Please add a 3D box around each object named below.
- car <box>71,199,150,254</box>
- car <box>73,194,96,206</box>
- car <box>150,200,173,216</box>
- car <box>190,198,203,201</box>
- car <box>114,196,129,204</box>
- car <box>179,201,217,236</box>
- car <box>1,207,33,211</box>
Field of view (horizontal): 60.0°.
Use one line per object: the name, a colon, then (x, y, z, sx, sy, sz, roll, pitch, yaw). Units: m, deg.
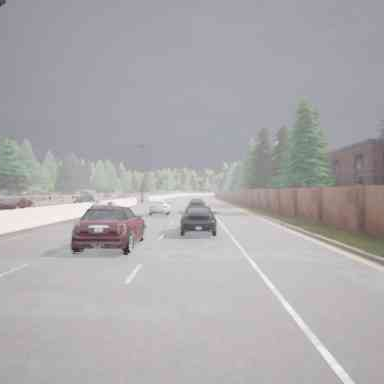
car: (-3.207, 1.337, 13.609, 2.097, 1.767, 4.553, 0, 0, 1)
car: (-16.940, 1.285, 52.727, 2.097, 1.767, 4.553, 0, 0, 1)
car: (-3.038, 1.496, 32.498, 1.812, 1.442, 4.674, 0, 0, 0)
car: (0.513, 1.477, 36.425, 1.837, 1.490, 4.892, 0, 0, 1)
car: (-13.362, 1.494, 63.530, 1.812, 1.442, 4.674, 0, 0, 0)
car: (0.340, 1.491, 18.399, 1.837, 1.490, 4.892, 0, 0, 1)
car: (-20.629, 1.417, 39.218, 1.882, 1.535, 5.008, 0, 0, 1)
